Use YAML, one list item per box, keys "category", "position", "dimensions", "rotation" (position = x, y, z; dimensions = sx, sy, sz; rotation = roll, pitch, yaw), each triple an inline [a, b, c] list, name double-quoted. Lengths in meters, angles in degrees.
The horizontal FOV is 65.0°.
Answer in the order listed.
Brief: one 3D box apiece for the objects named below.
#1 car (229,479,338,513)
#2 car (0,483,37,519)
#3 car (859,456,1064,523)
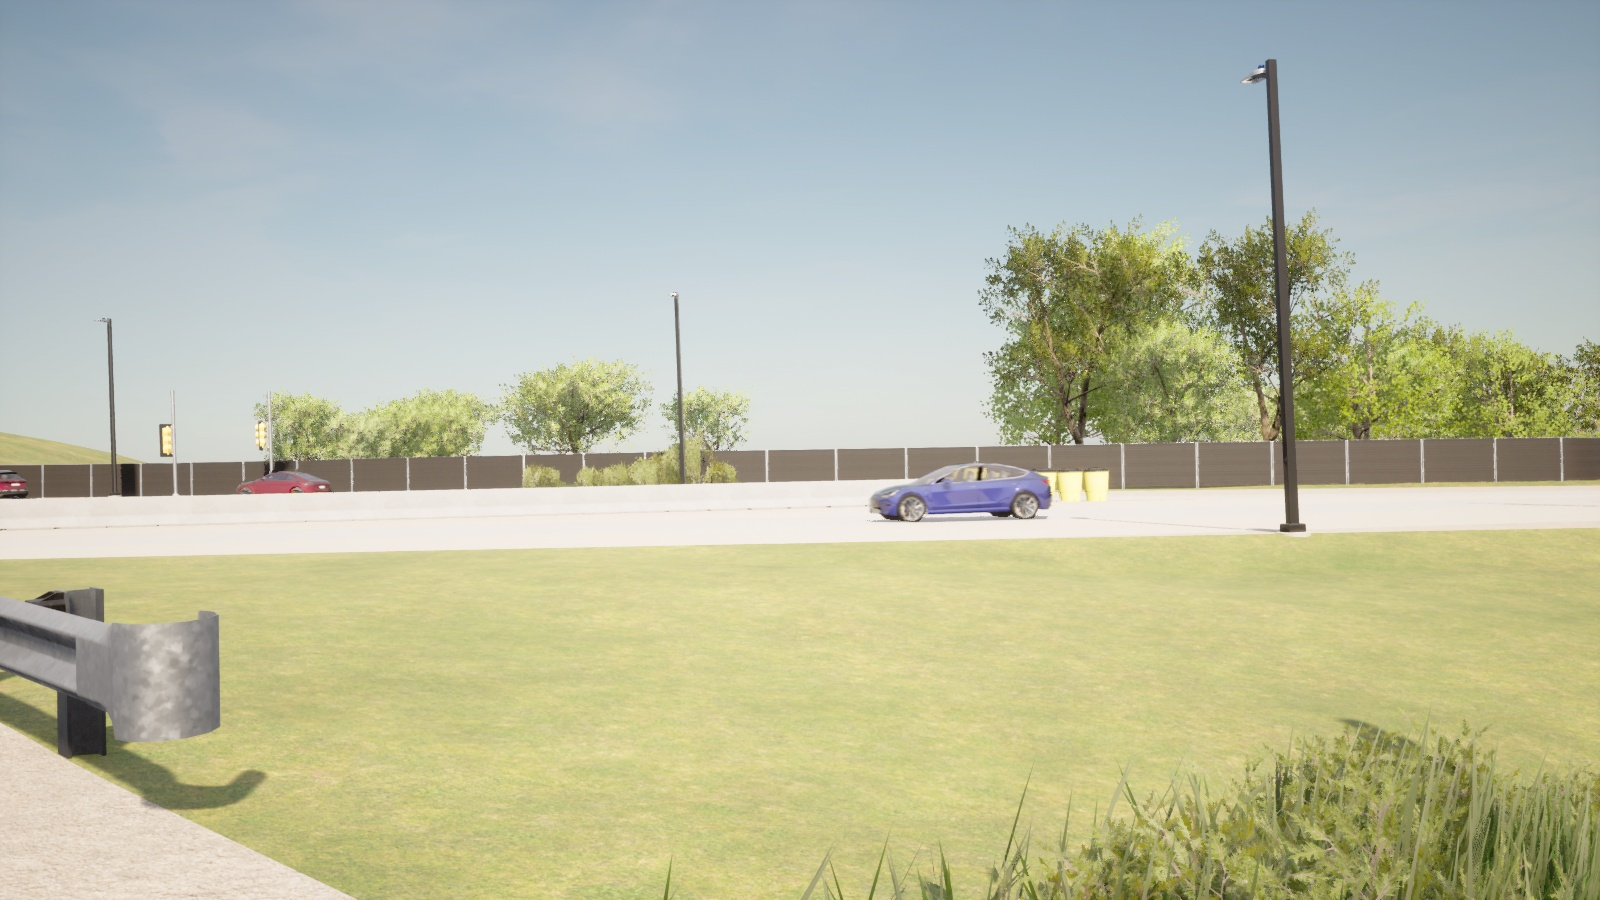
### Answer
- category: "car"
  position: [-23.378, 2.087, 56.837]
  dimensions: [4.181, 1.385, 1.994]
  rotation: [-2, 0, 16]
- category: "car"
  position: [-40.232, 2.531, 61.558]
  dimensions: [4.856, 1.649, 2.033]
  rotation: [-2, -1, 16]
- category: "car"
  position: [4.154, 1.010, 32.692]
  dimensions: [4.792, 1.488, 2.163]
  rotation: [-2, -1, -11]
